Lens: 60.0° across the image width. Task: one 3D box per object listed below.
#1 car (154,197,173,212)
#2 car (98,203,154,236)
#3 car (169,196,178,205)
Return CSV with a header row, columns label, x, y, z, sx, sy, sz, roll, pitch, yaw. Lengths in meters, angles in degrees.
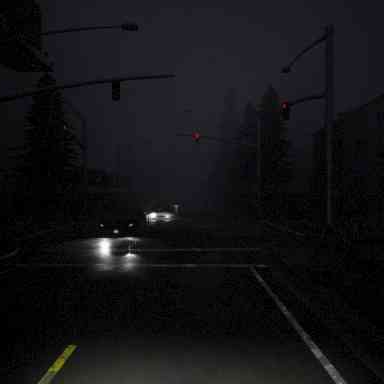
label,x,y,z,sx,sy,sz,roll,pitch,yaw
car,-3.550,1.600,38.490,1.895,1.301,4.718,0,0,0
car,-3.610,1.485,18.408,2.033,1.411,5.357,-1,0,0
car,-3.430,1.512,59.011,1.837,1.490,4.892,0,0,0
